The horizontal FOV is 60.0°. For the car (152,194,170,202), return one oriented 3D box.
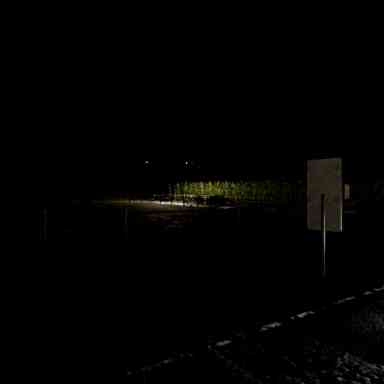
[{"bbox_3d":[-5.898,1.170,62.727,1.837,1.490,4.892,0,0,-32],"label":"car"}]

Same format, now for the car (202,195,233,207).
[{"bbox_3d":[3.935,1.256,47.015,1.837,1.490,4.892,0,0,-33],"label":"car"}]

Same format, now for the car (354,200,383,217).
[{"bbox_3d":[16.146,1.406,27.857,2.128,1.511,4.902,0,0,-31],"label":"car"}]

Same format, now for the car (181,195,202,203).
[{"bbox_3d":[0.094,1.212,59.905,2.033,1.411,5.357,0,0,-32],"label":"car"}]
